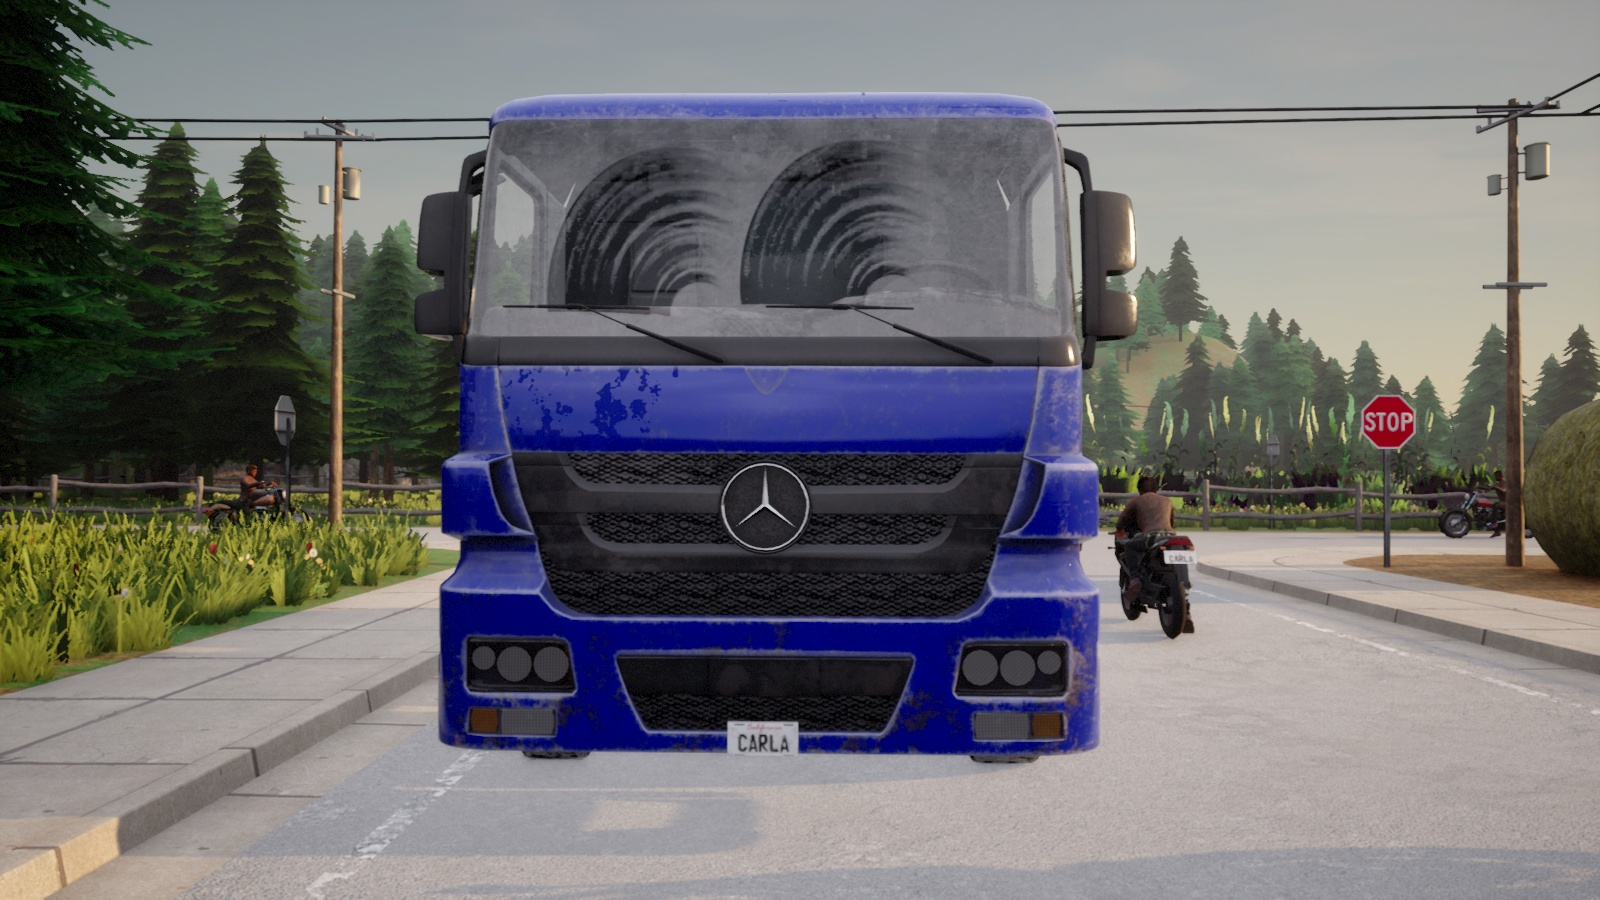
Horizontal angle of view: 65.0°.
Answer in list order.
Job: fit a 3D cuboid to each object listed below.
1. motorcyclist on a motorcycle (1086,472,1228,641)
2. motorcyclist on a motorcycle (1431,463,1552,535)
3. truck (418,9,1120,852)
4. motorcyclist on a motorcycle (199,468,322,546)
[{"bbox_3d":[3.468,0.985,12.399,0.797,1.523,2.044,0,-1,0],"label":"motorcyclist on a motorcycle"},{"bbox_3d":[16.153,1.146,29.365,2.350,1.649,0.766,0,-1,3],"label":"motorcyclist on a motorcycle"},{"bbox_3d":[-0.041,-0.018,9.159,2.891,3.462,7.936,0,-1,1],"label":"truck"},{"bbox_3d":[-11.646,1.221,27.142,2.350,1.649,0.766,0,-1,3],"label":"motorcyclist on a motorcycle"}]
